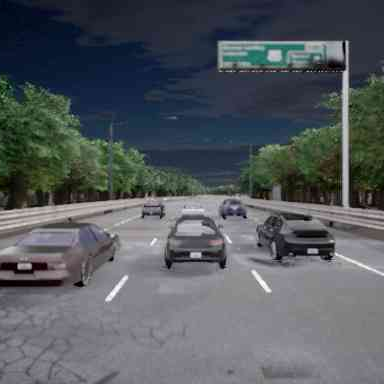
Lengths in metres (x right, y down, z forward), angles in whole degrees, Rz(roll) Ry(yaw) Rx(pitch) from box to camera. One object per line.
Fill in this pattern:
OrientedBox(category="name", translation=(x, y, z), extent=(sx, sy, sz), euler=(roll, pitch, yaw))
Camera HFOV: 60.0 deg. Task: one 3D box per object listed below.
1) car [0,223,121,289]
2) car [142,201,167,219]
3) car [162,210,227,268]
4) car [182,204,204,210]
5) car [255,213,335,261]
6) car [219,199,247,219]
OrientedBox(category="car", translation=(-3.401, 1.563, 9.269), extent=(2.033, 1.411, 5.357), euler=(0, 0, 0))
OrientedBox(category="car", translation=(-3.403, 1.575, 30.353), extent=(2.128, 1.511, 4.902), euler=(0, 0, 0))
OrientedBox(category="car", translation=(0.111, 1.545, 11.292), extent=(1.812, 1.442, 4.674), euler=(0, 0, 0))
OrientedBox(category="car", translation=(0.093, 1.679, 28.946), extent=(1.895, 1.301, 4.718), euler=(0, 0, 0))
OrientedBox(category="car", translation=(3.597, 1.526, 12.326), extent=(1.837, 1.490, 4.892), euler=(0, 0, 0))
OrientedBox(category="car", translation=(3.595, 1.435, 30.134), extent=(2.097, 1.767, 4.553), euler=(0, 0, 0))
